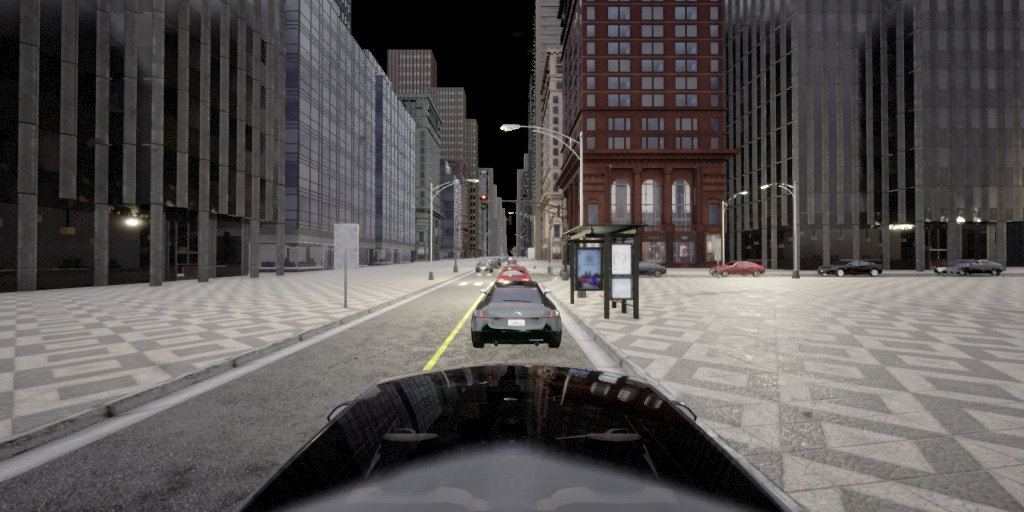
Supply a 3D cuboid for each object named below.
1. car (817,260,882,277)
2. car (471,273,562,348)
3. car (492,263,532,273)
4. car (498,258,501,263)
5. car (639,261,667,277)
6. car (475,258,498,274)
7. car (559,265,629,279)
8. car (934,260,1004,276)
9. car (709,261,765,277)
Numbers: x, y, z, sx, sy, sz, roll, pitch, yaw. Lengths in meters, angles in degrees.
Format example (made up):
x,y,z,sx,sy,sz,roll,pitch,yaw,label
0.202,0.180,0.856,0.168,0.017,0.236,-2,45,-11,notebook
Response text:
x,y,z,sx,sy,sz,roll,pitch,yaw,label
31.179,1.109,33.192,5.008,1.535,1.882,0,-1,0,car
0.096,1.314,9.243,1.994,1.385,4.181,0,0,0,car
0.112,1.269,19.078,1.812,1.442,4.674,0,0,1,car
-3.105,1.175,54.931,1.837,1.490,4.892,0,0,0,car
11.861,1.225,33.210,4.674,1.442,1.812,0,-1,-2,car
-3.112,1.195,40.989,2.128,1.511,4.902,0,0,0,car
6.631,1.232,29.986,5.357,1.411,2.033,0,0,6,car
42.118,1.078,33.138,4.902,1.511,2.128,0,-1,1,car
20.798,1.194,33.208,4.674,1.442,1.812,0,-1,0,car
